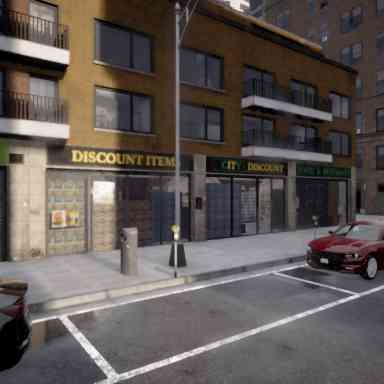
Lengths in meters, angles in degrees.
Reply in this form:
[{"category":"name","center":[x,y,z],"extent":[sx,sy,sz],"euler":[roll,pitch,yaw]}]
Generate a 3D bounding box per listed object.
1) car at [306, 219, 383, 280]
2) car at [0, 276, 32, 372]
[{"category":"car","center":[5.271,1.544,9.951],"extent":[4.507,1.381,1.887],"euler":[0,0,-36]},{"category":"car","center":[-3.981,1.566,3.351],"extent":[4.313,1.339,1.947],"euler":[0,0,-36]}]
